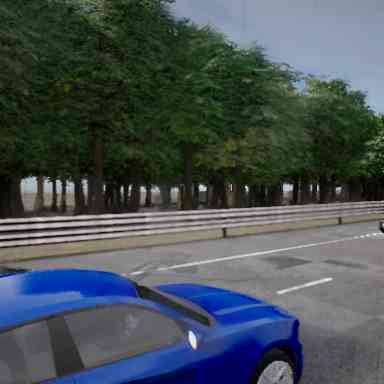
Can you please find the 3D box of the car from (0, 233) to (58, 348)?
[{"bbox_3d":[-4.897,1.546,4.558,5.357,1.411,2.033,0,0,-35],"label":"car"}]

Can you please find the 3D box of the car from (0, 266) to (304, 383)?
[{"bbox_3d":[-1.061,1.477,2.989,5.008,1.535,1.882,0,0,-36],"label":"car"}]

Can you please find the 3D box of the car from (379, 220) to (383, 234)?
[{"bbox_3d":[10.972,1.512,15.875,4.718,1.301,1.895,-1,0,-35],"label":"car"}]
